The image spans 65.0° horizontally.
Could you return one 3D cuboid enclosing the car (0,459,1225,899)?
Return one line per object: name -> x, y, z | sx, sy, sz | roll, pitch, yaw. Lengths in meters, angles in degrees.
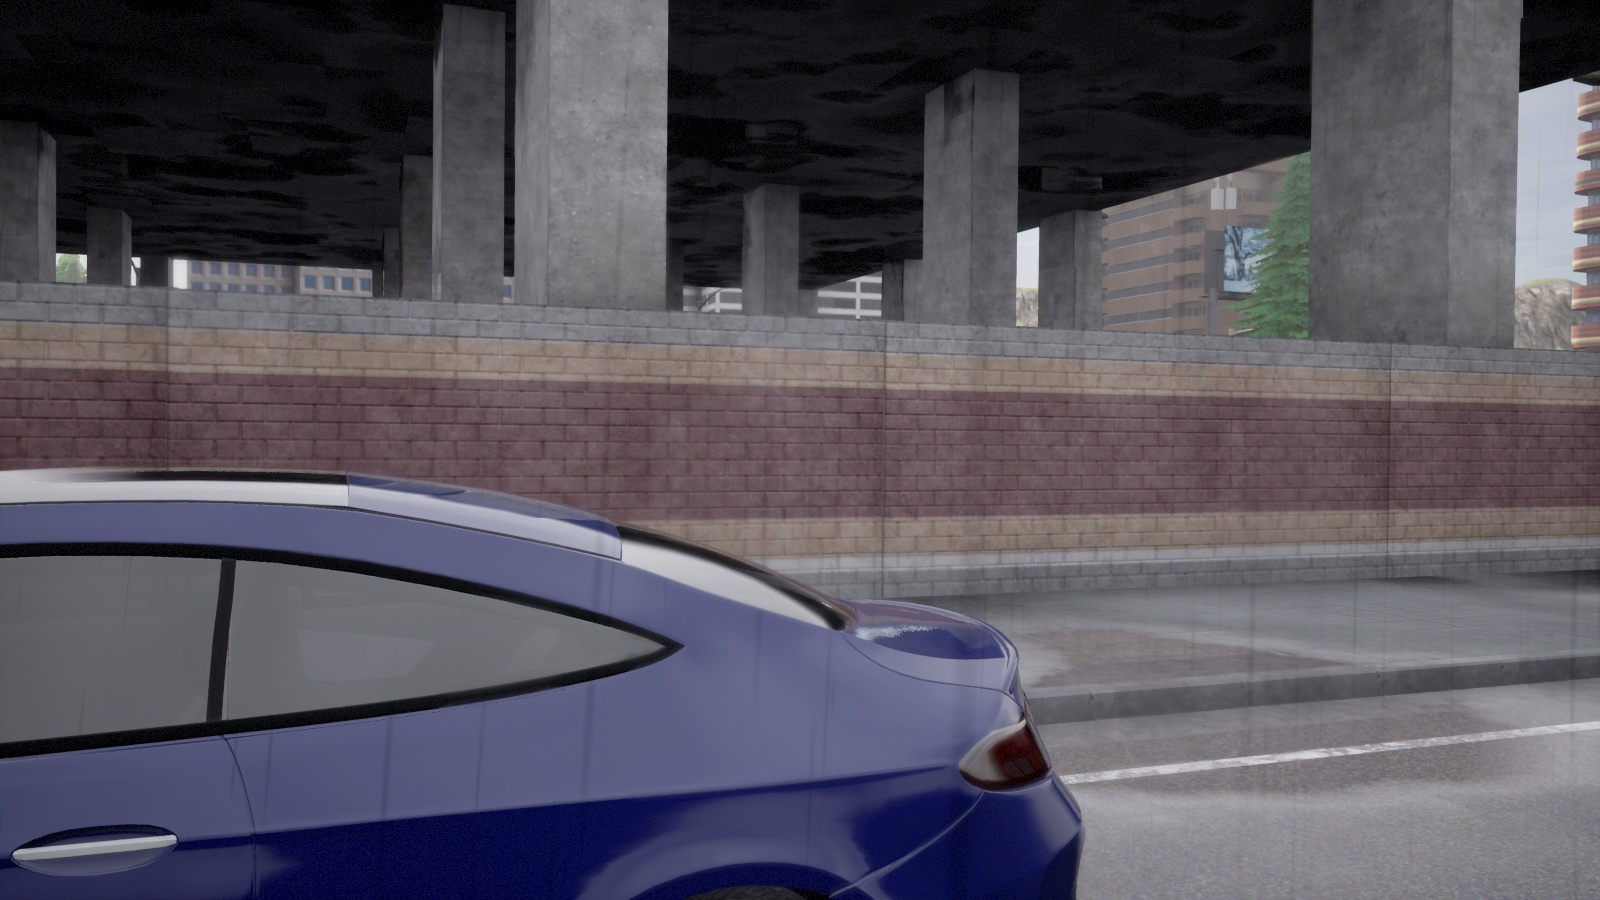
car -> -1.621, 0.799, 2.622 | 4.674, 1.442, 1.812 | -1, 1, -21
